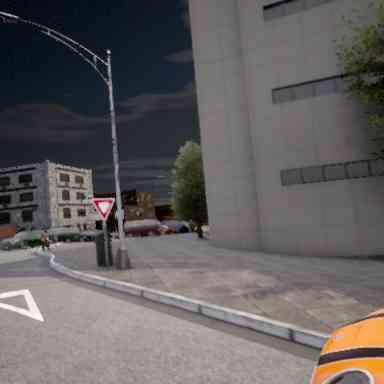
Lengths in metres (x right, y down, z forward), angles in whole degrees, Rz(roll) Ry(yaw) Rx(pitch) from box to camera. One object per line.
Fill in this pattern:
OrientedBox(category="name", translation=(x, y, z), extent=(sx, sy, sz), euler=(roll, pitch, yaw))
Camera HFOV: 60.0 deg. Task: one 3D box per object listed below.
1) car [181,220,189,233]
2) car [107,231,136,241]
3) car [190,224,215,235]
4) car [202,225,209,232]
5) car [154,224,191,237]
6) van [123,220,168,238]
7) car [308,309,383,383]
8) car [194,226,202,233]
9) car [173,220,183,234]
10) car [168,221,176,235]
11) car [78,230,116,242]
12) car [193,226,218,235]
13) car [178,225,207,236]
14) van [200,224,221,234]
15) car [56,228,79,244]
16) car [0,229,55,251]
OrientedBox(category="car", translation=(-3.546, 5.081, 46.062), extent=(5.566, 2.045, 2.435), euler=(-6, -8, 14))
OrientedBox(category="car", translation=(-12.612, 7.818, 59.499), extent=(4.674, 1.452, 2.002), euler=(-6, -8, 14))
OrientedBox(category="car", translation=(2.148, 7.646, 67.523), extent=(4.553, 1.767, 2.185), euler=(-6, -8, 14))
OrientedBox(category="car", translation=(-0.478, 6.525, 56.715), extent=(5.366, 1.575, 1.946), euler=(-6, -8, 14))
OrientedBox(category="car", translation=(-2.816, 5.664, 48.710), extent=(4.792, 1.488, 2.163), euler=(-6, -8, 14))
OrientedBox(category="van", translation=(-5.526, 4.245, 37.986), extent=(4.442, 1.987, 1.878), euler=(-6, -7, 14))
OrientedBox(category="car", translation=(3.006, 1.366, 1.847), extent=(4.553, 1.767, 2.097), euler=(1, 0, 34))
OrientedBox(category="car", translation=(-1.337, 6.268, 54.064), extent=(4.792, 1.488, 2.163), euler=(-6, -8, 14))
OrientedBox(category="car", translation=(-4.197, 5.032, 43.394), extent=(5.008, 1.535, 2.097), euler=(-6, -8, 14))
OrientedBox(category="car", translation=(-4.885, 4.769, 40.659), extent=(4.792, 1.488, 2.163), euler=(-6, -7, 14))
OrientedBox(category="car", translation=(-12.231, 5.715, 43.093), extent=(1.895, 1.301, 4.718), euler=(-6, -7, 14))
OrientedBox(category="car", translation=(2.892, 8.073, 70.183), extent=(4.892, 1.521, 2.231), euler=(-6, -8, 14))
OrientedBox(category="car", translation=(0.084, 6.878, 59.434), extent=(4.792, 1.488, 2.163), euler=(-6, -8, 14))
OrientedBox(category="van", translation=(4.191, 8.470, 75.609), extent=(4.442, 1.987, 1.878), euler=(-6, -8, 14))
OrientedBox(category="car", translation=(-16.174, 6.260, 46.095), extent=(5.008, 1.535, 2.097), euler=(-6, -7, 14))
OrientedBox(category="car", translation=(-15.589, 4.461, 31.269), extent=(2.097, 1.767, 4.553), euler=(-6, -5, 17))
